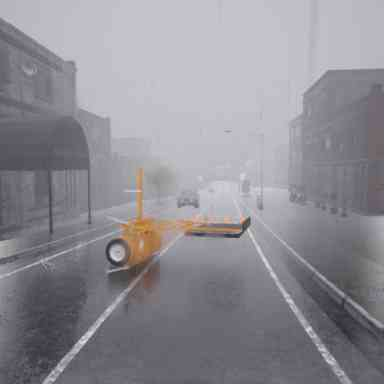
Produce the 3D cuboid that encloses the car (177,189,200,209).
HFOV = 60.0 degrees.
[{"bbox_3d":[-0.289,0.750,37.074,2.150,2.045,5.566,0,1,6],"label":"car"}]

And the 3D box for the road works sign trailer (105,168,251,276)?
[{"bbox_3d":[-0.255,0.765,9.268,3.560,2.880,2.380,0,0,15],"label":"road works sign trailer"}]

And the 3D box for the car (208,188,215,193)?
[{"bbox_3d":[5.263,-0.444,89.094,2.033,1.411,5.357,0,2,6],"label":"car"}]
